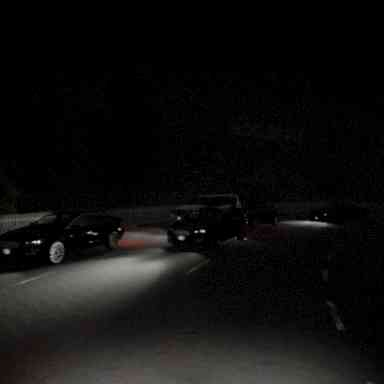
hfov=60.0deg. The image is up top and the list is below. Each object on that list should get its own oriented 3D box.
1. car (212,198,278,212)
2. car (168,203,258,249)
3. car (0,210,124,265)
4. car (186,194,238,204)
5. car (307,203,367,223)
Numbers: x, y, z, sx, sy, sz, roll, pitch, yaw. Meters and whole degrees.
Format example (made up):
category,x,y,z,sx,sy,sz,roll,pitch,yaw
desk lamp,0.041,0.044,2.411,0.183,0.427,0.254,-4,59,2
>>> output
category,x,y,z,sx,sy,sz,roll,pitch,yaw
car,3.296,1.223,18.768,1.994,1.385,4.181,1,0,39
car,0.852,1.445,14.431,2.128,1.511,4.902,0,0,31
car,-4.306,1.419,11.673,2.128,1.511,4.902,0,0,22
car,1.057,1.151,20.979,2.150,2.045,5.566,1,0,40
car,11.349,1.529,25.769,5.357,1.411,2.033,0,0,-32
